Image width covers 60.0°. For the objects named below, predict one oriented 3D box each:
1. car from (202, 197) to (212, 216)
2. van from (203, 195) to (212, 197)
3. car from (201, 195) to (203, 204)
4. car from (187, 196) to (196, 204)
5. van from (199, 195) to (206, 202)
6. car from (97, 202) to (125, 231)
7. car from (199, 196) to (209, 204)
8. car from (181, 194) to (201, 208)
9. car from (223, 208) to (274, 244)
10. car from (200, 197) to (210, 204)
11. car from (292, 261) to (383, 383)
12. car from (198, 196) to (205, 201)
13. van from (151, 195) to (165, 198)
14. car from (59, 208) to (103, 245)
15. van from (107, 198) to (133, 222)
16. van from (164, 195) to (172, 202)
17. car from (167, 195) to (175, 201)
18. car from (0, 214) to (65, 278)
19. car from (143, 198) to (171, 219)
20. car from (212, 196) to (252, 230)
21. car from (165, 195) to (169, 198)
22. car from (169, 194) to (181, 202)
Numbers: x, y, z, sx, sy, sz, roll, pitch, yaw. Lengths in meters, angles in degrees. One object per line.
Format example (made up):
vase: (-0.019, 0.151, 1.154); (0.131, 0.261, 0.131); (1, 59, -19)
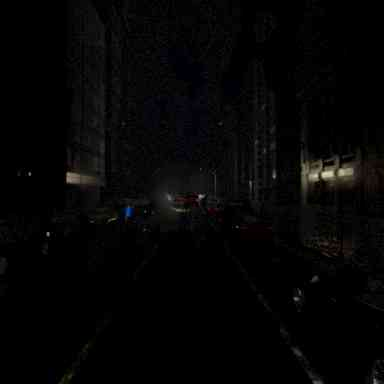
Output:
car: (2.268, 1.538, 33.287); (1.801, 1.575, 5.366); (0, 0, 0)
van: (2.656, 1.450, 43.756); (1.690, 1.788, 3.998); (0, 0, 0)
car: (2.628, 1.454, 54.974); (2.192, 1.841, 5.009); (0, 0, 0)
car: (-0.168, 1.619, 68.395); (1.837, 1.490, 4.892); (0, 0, 0)
van: (2.559, 1.558, 83.019); (1.690, 1.788, 3.998); (0, 0, 0)
car: (-5.814, 1.575, 21.115); (1.752, 1.417, 4.829); (0, 0, 0)
car: (2.587, 1.625, 71.801); (1.967, 1.590, 4.097); (0, 0, 0)
car: (-0.126, 1.349, 51.025); (2.150, 2.045, 5.566); (0, 0, 0)
car: (2.724, 1.619, 15.710); (1.802, 1.307, 4.206); (0, 0, 0)
car: (2.601, 1.714, 66.192); (1.887, 1.381, 4.507); (0, 0, 0)
car: (2.752, 1.576, 4.491); (1.947, 1.339, 4.313); (0, 0, 0)
car: (2.546, 1.778, 88.628); (1.887, 1.381, 4.507); (0, 0, 0)
van: (-5.897, 1.479, 54.943); (1.690, 1.788, 3.998); (0, 0, 0)
car: (-5.801, 1.618, 15.676); (1.802, 1.307, 4.206); (0, 0, 0)
van: (-5.828, 1.405, 26.895); (1.690, 1.788, 3.998); (0, 0, 0)
van: (-5.966, 1.557, 82.990); (1.690, 1.788, 3.998); (0, 0, 0)
car: (-5.993, 1.689, 94.209); (1.967, 1.590, 4.097); (0, 0, 0)
car: (-5.787, 1.573, 10.067); (2.008, 1.369, 4.403); (0, 0, 0)
car: (-3.170, 1.577, 29.874); (1.837, 1.490, 4.892); (0, 0, 0)
car: (2.711, 1.366, 21.319); (2.192, 1.841, 5.009); (0, 0, 0)
car: (-5.911, 1.468, 60.552); (2.192, 1.841, 5.009); (0, 0, 0)
car: (-3.173, 1.513, 70.645); (1.882, 1.535, 5.008); (0, 0, 0)
